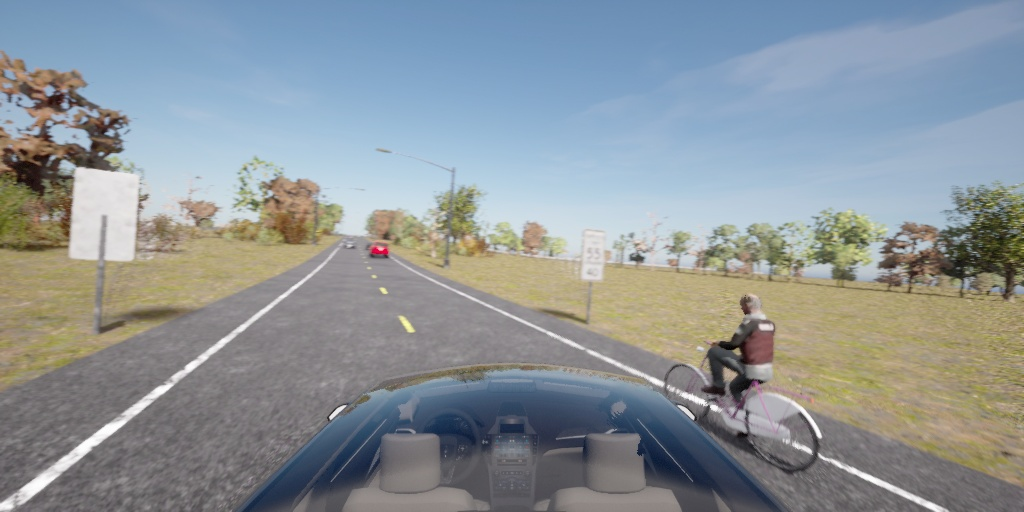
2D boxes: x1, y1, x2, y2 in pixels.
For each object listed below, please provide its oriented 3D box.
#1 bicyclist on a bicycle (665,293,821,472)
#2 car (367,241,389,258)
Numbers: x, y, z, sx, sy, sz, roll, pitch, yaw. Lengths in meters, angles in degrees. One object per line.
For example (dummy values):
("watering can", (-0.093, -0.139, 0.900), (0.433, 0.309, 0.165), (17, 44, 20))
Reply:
("bicyclist on a bicycle", (2.570, 1.303, 4.251), (0.659, 1.776, 1.843), (4, 0, -24))
("car", (-17.231, -0.897, 46.582), (2.150, 2.045, 5.566), (4, 2, -24))
